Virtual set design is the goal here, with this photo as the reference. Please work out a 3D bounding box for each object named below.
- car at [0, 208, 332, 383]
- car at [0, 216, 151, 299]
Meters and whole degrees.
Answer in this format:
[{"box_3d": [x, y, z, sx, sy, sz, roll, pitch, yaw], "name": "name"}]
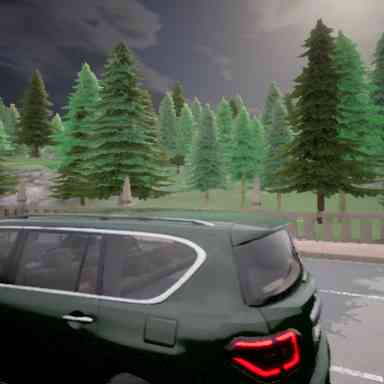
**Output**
[{"box_3d": [-1.371, 1.220, 3.928, 5.566, 2.045, 2.150, 0, 0, 25], "name": "car"}, {"box_3d": [-3.681, 1.504, 8.811, 4.892, 1.490, 1.837, 0, 0, 24], "name": "car"}]
